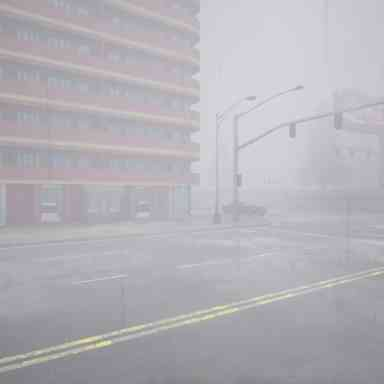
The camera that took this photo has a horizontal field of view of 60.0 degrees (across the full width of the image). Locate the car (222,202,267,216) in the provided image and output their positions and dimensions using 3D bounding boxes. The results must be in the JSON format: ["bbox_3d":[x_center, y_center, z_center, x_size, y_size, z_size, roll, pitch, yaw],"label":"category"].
[{"bbox_3d":[5.052,1.601,32.436,1.895,1.301,4.718,0,0,-34],"label":"car"}]

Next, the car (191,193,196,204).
[{"bbox_3d":[-1.499,1.221,61.320,2.150,2.045,5.566,0,0,-34],"label":"car"}]
